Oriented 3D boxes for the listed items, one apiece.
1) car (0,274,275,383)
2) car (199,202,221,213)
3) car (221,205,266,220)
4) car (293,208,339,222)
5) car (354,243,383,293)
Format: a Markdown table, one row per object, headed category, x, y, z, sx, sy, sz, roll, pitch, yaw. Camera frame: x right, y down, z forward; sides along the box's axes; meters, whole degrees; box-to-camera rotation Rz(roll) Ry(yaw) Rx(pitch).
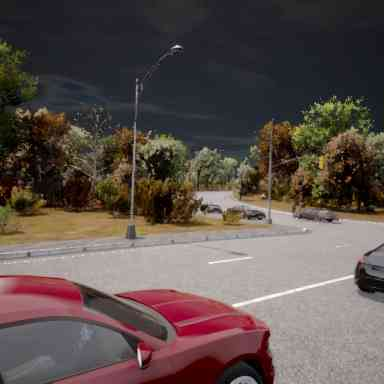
| category | x | y | z | sx | sy | sz | roll | pitch | yaw |
| --- | --- | --- | --- | --- | --- | --- | --- | --- | --- |
| car | -1.434 | 1.479 | 2.722 | 5.008 | 1.535 | 1.882 | 0 | 0 | -36 |
| car | 2.481 | 2.076 | 44.713 | 1.994 | 1.385 | 4.181 | 3 | 0 | -19 |
| car | 5.723 | 2.173 | 36.010 | 2.033 | 1.411 | 5.357 | 3 | -1 | -27 |
| car | 13.435 | 2.508 | 36.375 | 2.033 | 1.411 | 5.357 | 3 | -1 | -24 |
| car | 5.713 | 1.663 | 7.879 | 4.181 | 1.385 | 1.994 | 1 | -1 | -35 |
